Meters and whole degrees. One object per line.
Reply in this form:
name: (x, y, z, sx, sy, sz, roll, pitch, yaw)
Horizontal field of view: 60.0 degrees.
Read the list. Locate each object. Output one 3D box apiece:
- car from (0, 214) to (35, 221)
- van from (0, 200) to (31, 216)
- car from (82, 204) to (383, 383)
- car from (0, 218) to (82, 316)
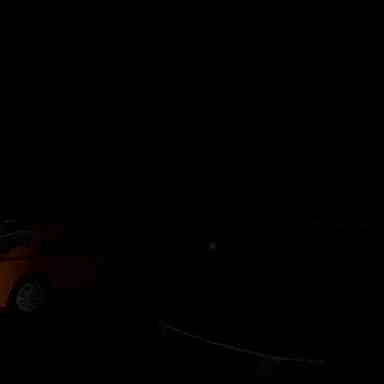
car: (-5.209, 1.543, 9.478, 2.002, 1.452, 4.674, 0, 0, 35)
van: (-7.400, 1.283, 11.180, 1.878, 1.987, 4.442, 0, 0, 35)
car: (1.641, 1.231, 4.555, 2.435, 2.045, 5.566, 0, 0, 35)
car: (-2.857, 1.496, 7.791, 2.097, 1.535, 5.008, 0, 0, 36)
